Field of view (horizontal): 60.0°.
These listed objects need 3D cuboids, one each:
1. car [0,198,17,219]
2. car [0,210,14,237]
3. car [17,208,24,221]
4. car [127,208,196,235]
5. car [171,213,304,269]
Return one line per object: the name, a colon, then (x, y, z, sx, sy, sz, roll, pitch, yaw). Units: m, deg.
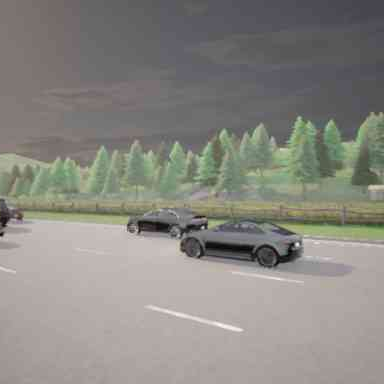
car: (-14.911, 1.450, 23.226, 5.566, 2.045, 2.150, -1, 0, 35)
car: (-11.244, 1.713, 16.313, 5.357, 1.411, 2.033, -1, 0, 35)
car: (-16.231, 1.791, 28.468, 4.674, 1.442, 1.812, -1, 0, 35)
car: (-1.412, 1.594, 17.897, 4.902, 1.511, 2.128, -1, 0, 35)
car: (1.627, 1.611, 11.431, 4.181, 1.385, 1.994, -1, 0, 36)
